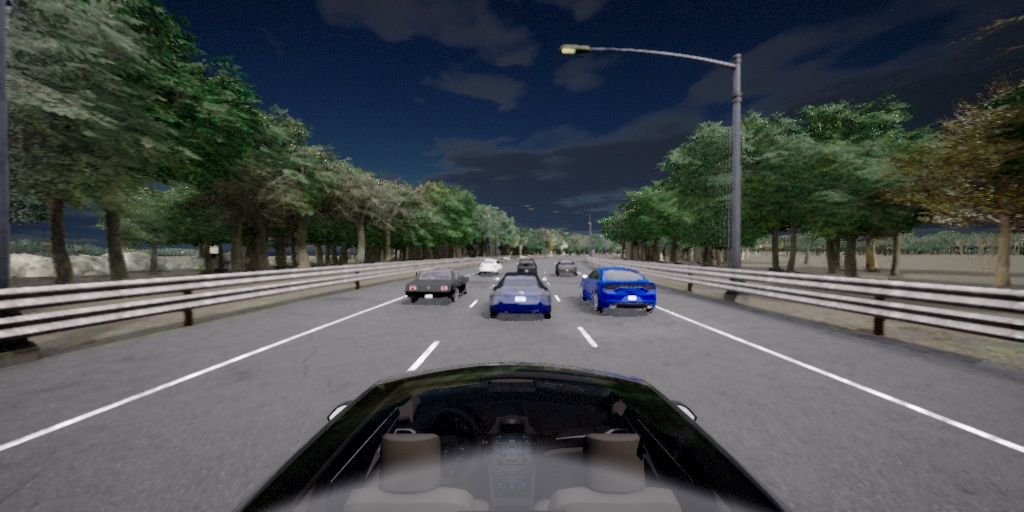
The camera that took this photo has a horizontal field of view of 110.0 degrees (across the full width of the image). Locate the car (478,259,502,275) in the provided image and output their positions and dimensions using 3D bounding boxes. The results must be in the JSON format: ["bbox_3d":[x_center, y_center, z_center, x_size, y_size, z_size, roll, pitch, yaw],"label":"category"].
[{"bbox_3d":[-2.003,1.032,34.066,1.812,1.442,4.674,0,0,5],"label":"car"}]

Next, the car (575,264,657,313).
[{"bbox_3d":[3.839,1.146,13.691,1.882,1.535,5.008,0,0,2],"label":"car"}]

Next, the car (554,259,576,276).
[{"bbox_3d":[4.965,1.015,33.399,2.128,1.511,4.902,0,0,5],"label":"car"}]

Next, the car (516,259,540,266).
[{"bbox_3d":[1.457,1.022,33.430,1.837,1.490,4.892,0,0,5],"label":"car"}]

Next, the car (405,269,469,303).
[{"bbox_3d":[-3.096,1.241,15.937,1.895,1.301,4.718,0,0,2],"label":"car"}]

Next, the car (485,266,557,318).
[{"bbox_3d":[0.309,1.234,12.635,1.994,1.385,4.181,0,0,2],"label":"car"}]
